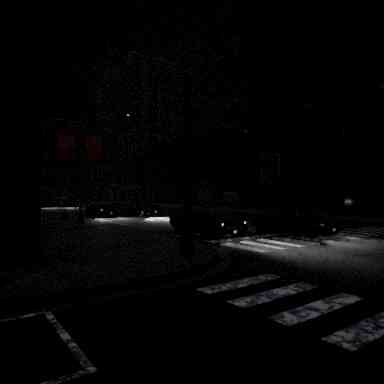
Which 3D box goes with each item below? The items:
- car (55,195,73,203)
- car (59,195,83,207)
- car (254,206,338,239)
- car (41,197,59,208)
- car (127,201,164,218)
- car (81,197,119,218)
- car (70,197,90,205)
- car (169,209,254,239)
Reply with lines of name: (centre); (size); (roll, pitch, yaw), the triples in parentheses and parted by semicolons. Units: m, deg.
car: (-25.126, 1.380, 65.027); (2.128, 1.511, 4.902); (0, 0, -36)
car: (-17.578, 1.432, 48.777); (1.837, 1.490, 4.892); (0, 0, -35)
car: (5.218, 1.508, 17.494); (1.812, 1.442, 4.674); (0, 0, -40)
car: (-21.252, 1.473, 48.345); (2.033, 1.411, 5.357); (0, 0, -36)
car: (-4.276, 1.522, 30.162); (1.994, 1.385, 4.181); (0, 0, -36)
car: (-8.208, 1.485, 30.085); (1.812, 1.442, 4.674); (0, 0, -36)
car: (-19.053, 1.510, 56.598); (1.895, 1.301, 4.718); (0, 0, -36)
car: (0.766, 1.584, 17.595); (1.895, 1.301, 4.718); (0, 0, -36)
